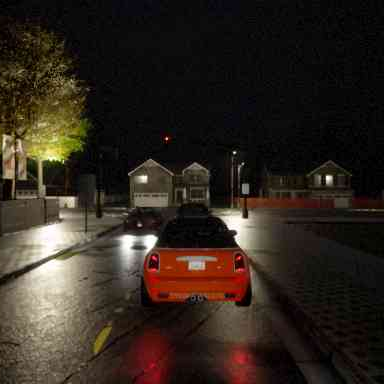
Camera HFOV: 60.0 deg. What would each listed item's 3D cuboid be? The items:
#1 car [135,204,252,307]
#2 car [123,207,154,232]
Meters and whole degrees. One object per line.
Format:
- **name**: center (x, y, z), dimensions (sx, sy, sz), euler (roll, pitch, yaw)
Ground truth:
- **car**: center (0.083, 1.353, 8.150), dimensions (2.097, 1.767, 4.553), euler (0, 0, 0)
- **car**: center (-2.797, 1.594, 19.731), dimensions (1.994, 1.385, 4.181), euler (0, 0, 0)
